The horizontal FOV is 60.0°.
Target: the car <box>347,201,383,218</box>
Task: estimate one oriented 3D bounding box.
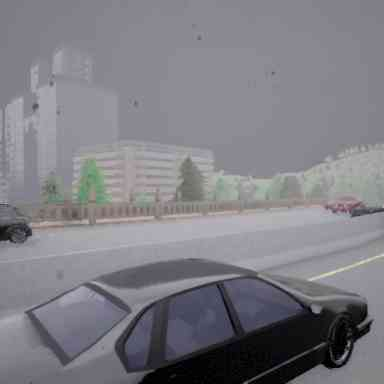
[{"bbox_3d":[15.592,1.695,29.309,1.895,1.301,4.718,0,0,42],"label":"car"}]

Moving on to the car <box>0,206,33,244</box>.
[{"bbox_3d":[-9.553,1.431,14.530,4.553,1.767,2.097,0,0,-37],"label":"car"}]

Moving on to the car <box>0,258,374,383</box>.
[{"bbox_3d":[0.059,1.564,3.950,5.357,1.411,2.033,0,0,-37],"label":"car"}]

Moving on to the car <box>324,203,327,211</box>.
[{"bbox_3d":[18.914,1.637,43.548,1.882,1.535,5.008,-1,0,42],"label":"car"}]

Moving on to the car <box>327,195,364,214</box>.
[{"bbox_3d":[17.105,1.348,36.269,2.150,2.045,5.566,0,0,42],"label":"car"}]
